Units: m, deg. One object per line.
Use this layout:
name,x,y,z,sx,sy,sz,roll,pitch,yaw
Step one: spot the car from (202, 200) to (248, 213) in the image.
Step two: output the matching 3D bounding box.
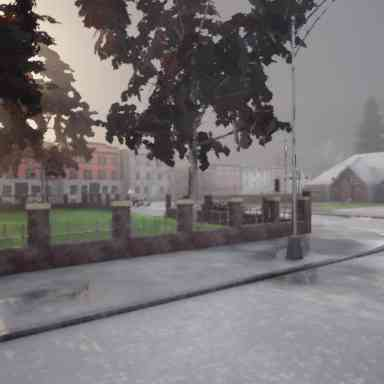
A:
car,2.932,1.400,30.311,1.895,1.301,4.718,-1,0,-35

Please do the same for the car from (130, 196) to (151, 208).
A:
car,-7.345,1.290,44.900,2.128,1.511,4.902,-1,0,-35
